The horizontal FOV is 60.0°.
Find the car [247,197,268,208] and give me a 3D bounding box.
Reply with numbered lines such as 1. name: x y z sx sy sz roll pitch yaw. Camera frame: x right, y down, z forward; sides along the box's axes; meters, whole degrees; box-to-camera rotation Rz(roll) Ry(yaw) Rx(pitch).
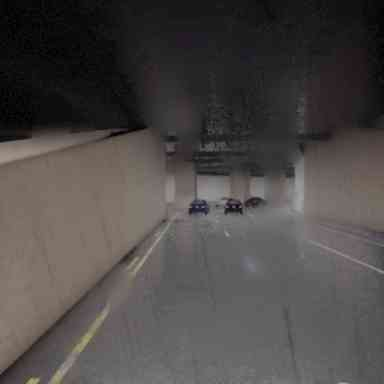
1. car: 9.064 1.428 46.544 1.812 1.442 4.674 0 0 35

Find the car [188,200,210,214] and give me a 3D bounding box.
1. car: 0.763 1.471 34.000 2.033 1.411 5.357 0 0 7

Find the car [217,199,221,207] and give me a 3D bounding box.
1. car: 5.108 1.424 46.813 1.812 1.442 4.674 0 0 32

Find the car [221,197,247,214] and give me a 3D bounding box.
1. car: 4.277 1.473 34.053 2.033 1.411 5.357 0 0 7
